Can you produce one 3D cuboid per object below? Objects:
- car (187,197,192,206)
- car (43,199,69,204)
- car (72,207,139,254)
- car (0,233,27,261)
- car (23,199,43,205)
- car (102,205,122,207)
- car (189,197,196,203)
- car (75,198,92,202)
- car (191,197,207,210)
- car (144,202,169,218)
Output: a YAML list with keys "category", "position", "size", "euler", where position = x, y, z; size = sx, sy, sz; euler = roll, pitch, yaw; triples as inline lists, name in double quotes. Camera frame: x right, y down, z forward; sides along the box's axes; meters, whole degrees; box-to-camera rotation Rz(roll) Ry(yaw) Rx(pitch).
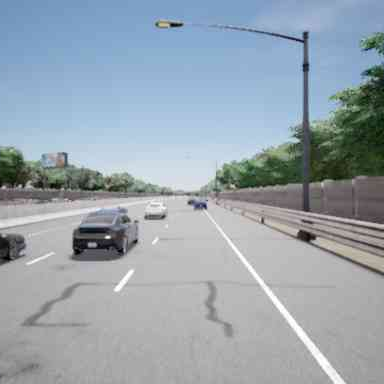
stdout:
- category: "car"
  position: [0.023, 1.914, 66.164]
  size: [1.882, 1.535, 5.008]
  euler: [0, 0, 0]
- category: "car"
  position: [-21.033, 1.815, 52.808]
  size: [2.128, 1.511, 4.902]
  euler: [0, 0, 0]
- category: "car"
  position: [-3.396, 1.574, 13.755]
  size: [1.837, 1.490, 4.892]
  euler: [0, 0, 0]
- category: "car"
  position: [-6.891, 1.594, 9.559]
  size: [2.033, 1.411, 5.357]
  euler: [0, 0, 0]
- category: "car"
  position: [-24.525, 1.867, 52.338]
  size: [2.033, 1.411, 5.357]
  euler: [0, 0, 1]
- category: "car"
  position: [-6.890, 1.759, 29.130]
  size: [1.895, 1.301, 4.718]
  euler: [0, 0, 0]
- category: "car"
  position: [0.029, 2.031, 88.371]
  size: [1.812, 1.442, 4.674]
  euler: [0, -1, 0]
- category: "car"
  position: [-17.542, 1.682, 53.598]
  size: [2.097, 1.767, 4.553]
  euler: [0, 0, 1]
- category: "car"
  position: [1.242, 1.774, 48.899]
  size: [1.882, 1.535, 5.008]
  euler: [0, 0, 0]
- category: "car"
  position: [-3.389, 1.701, 31.825]
  size: [1.812, 1.442, 4.674]
  euler: [0, 0, 0]
